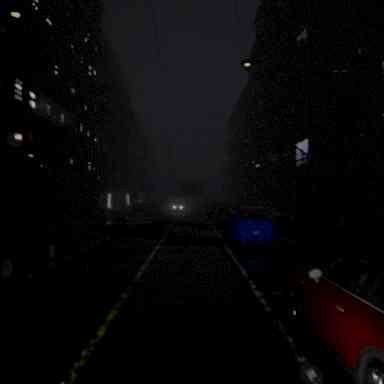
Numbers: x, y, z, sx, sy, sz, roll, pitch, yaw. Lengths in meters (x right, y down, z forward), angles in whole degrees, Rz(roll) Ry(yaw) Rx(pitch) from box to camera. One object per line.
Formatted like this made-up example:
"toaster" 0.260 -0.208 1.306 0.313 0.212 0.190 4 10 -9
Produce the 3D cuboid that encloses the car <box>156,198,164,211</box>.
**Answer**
"car" -5.675 1.991 49.506 1.752 1.417 4.829 0 -1 0

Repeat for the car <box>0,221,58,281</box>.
"car" -5.686 1.643 10.222 1.887 1.381 4.507 0 -1 0

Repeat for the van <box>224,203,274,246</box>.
"van" 2.697 1.493 15.855 1.690 1.788 3.998 0 -1 0

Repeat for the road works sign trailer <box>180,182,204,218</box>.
"road works sign trailer" 0.010 0.786 33.905 2.380 3.560 2.880 0 -1 0

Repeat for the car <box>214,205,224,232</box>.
"car" 2.697 1.771 21.489 1.947 1.339 4.313 0 -1 0

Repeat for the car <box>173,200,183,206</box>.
"car" -2.981 2.253 70.975 1.895 1.301 4.718 0 -1 0

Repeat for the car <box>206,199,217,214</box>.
"car" 2.701 1.751 32.763 1.967 1.590 4.097 0 -1 0

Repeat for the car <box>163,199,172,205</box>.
"car" -5.667 2.304 77.857 1.802 1.307 4.206 0 -1 0

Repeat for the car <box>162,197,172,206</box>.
"car" -5.670 2.061 66.586 1.967 1.590 4.097 0 -1 0

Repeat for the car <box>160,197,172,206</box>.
"car" -5.667 1.986 72.224 2.192 1.841 5.009 0 -1 0

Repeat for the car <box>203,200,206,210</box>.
"car" 2.703 1.914 38.397 2.008 1.369 4.403 0 -1 0

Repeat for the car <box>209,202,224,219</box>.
"car" 2.700 1.803 27.125 1.887 1.381 4.507 0 -1 0

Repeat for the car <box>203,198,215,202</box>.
"car" 2.707 1.782 49.672 2.192 1.841 5.009 0 -1 0

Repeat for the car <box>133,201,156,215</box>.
"car" -5.678 1.930 38.403 1.947 1.339 4.313 0 -1 0

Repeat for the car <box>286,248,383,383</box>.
"car" 2.693 1.485 4.582 1.967 1.590 4.097 0 -1 0
